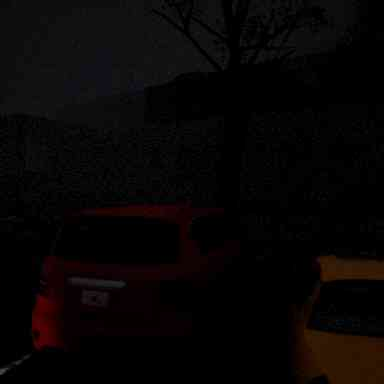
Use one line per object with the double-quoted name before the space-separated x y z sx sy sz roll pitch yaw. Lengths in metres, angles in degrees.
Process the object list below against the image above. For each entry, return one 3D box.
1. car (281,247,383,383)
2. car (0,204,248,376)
"car" 2.192 1.486 4.446 1.946 1.575 5.366 0 -1 15
"car" -0.297 1.231 6.035 2.435 2.045 5.566 0 -1 15
